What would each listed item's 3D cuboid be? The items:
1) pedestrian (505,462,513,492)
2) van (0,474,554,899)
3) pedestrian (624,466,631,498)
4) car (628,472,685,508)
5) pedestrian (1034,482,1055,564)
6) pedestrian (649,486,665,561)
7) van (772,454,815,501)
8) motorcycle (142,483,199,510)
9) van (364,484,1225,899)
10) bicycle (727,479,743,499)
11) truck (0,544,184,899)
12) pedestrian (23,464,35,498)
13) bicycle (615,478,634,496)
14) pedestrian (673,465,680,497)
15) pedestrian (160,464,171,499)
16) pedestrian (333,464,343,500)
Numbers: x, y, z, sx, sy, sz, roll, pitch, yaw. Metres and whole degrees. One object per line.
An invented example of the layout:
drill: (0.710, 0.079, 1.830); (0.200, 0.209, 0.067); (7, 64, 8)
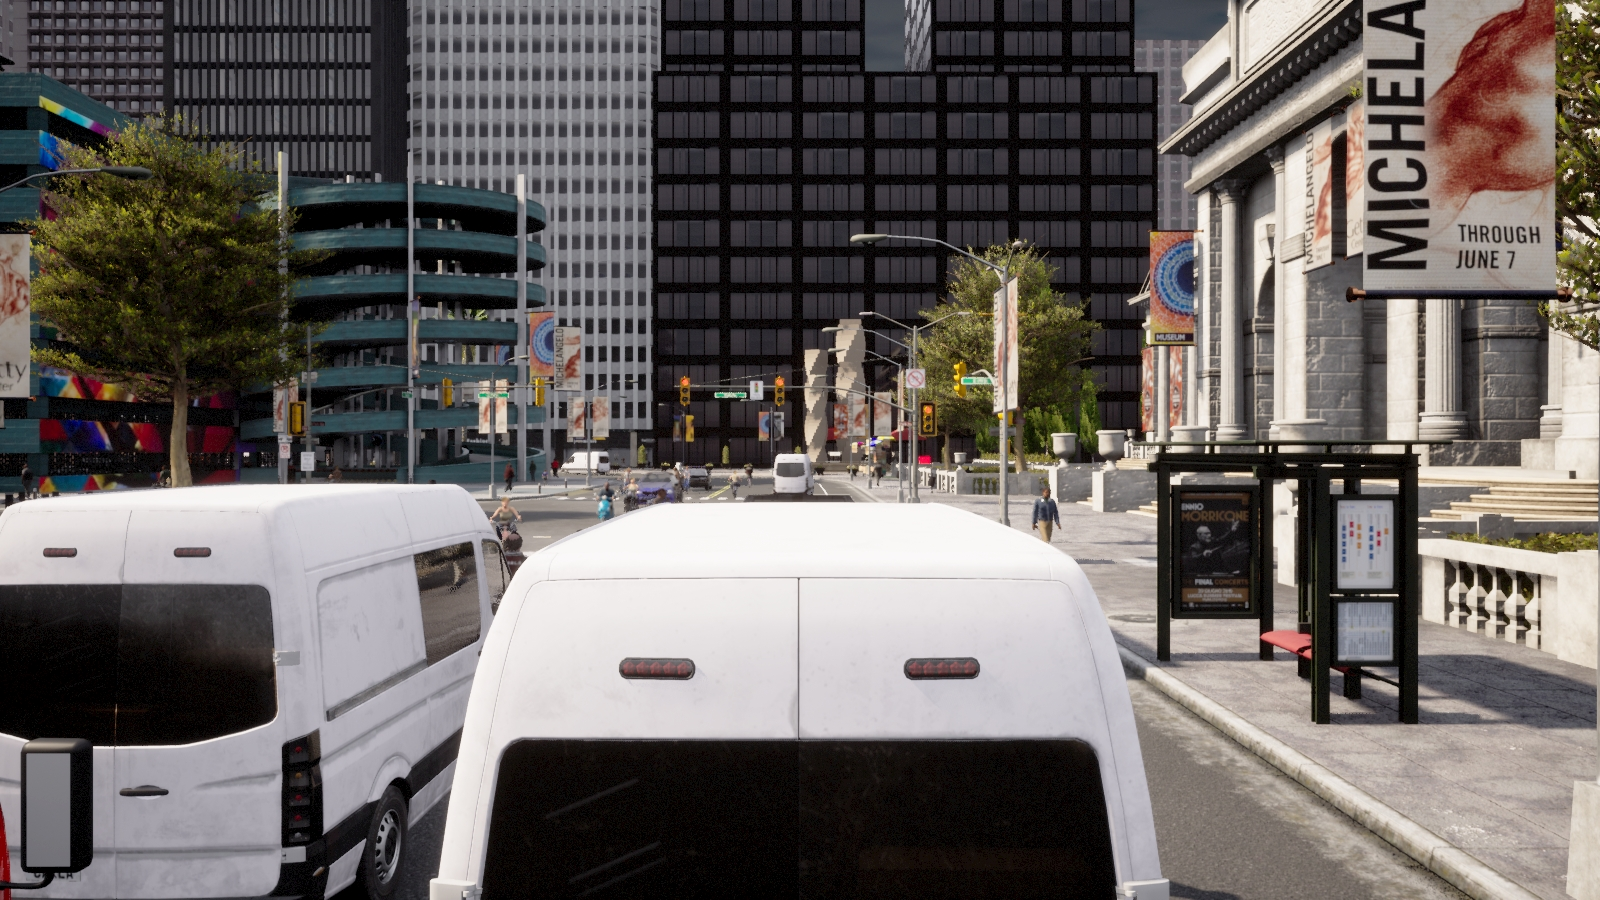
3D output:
pedestrian: (-17.913, 1.670, 70.334); (0.375, 1.860, 0.375); (0, 0, 20)
van: (-3.517, 1.531, 8.781); (1.988, 2.561, 5.915); (0, 0, 0)
pedestrian: (-9.876, 1.824, 65.406); (0.375, 1.860, 0.375); (0, 0, 0)
car: (-7.058, 1.948, 56.507); (2.242, 1.667, 4.611); (0, 0, 0)
pedestrian: (5.662, 1.686, 26.452); (0.375, 1.860, 0.375); (0, 0, -6)
pedestrian: (-3.578, 1.838, 28.638); (0.375, 1.860, 0.375); (0, 0, -1)
van: (-0.333, 1.510, 65.217); (1.988, 2.561, 5.915); (0, 0, 4)
motorcycle: (-29.687, 2.184, 53.877); (2.209, 1.251, 0.867); (0, 0, -1)
van: (-0.014, 1.532, 5.596); (1.988, 2.561, 5.915); (0, 0, 0)
bicycle: (-3.724, 2.232, 65.679); (0.859, 1.080, 1.487); (0, -1, 1)
truck: (-3.506, 1.567, 1.456); (2.627, 2.467, 5.204); (0, 0, 0)
pedestrian: (-42.089, 1.673, 62.360); (0.375, 1.860, 0.375); (0, 0, 6)
bicycle: (-10.634, 2.230, 69.337); (0.859, 1.080, 1.487); (0, 0, 2)
pedestrian: (-7.203, 1.824, 66.787); (0.375, 1.860, 0.375); (0, 0, -10)
pedestrian: (-34.123, 1.673, 61.476); (0.375, 1.860, 0.375); (0, 0, 10)
pedestrian: (-24.168, 1.674, 59.778); (0.375, 1.860, 0.375); (0, 0, 32)
